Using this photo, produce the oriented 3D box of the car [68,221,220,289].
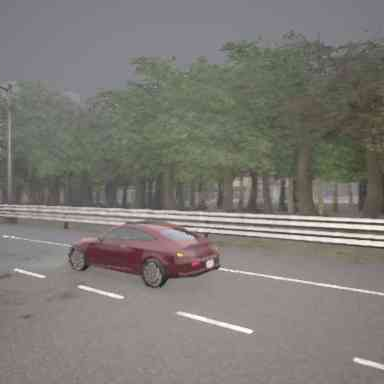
[{"bbox_3d":[-1.448,1.533,9.206,4.674,1.442,1.812,0,0,36],"label":"car"}]
